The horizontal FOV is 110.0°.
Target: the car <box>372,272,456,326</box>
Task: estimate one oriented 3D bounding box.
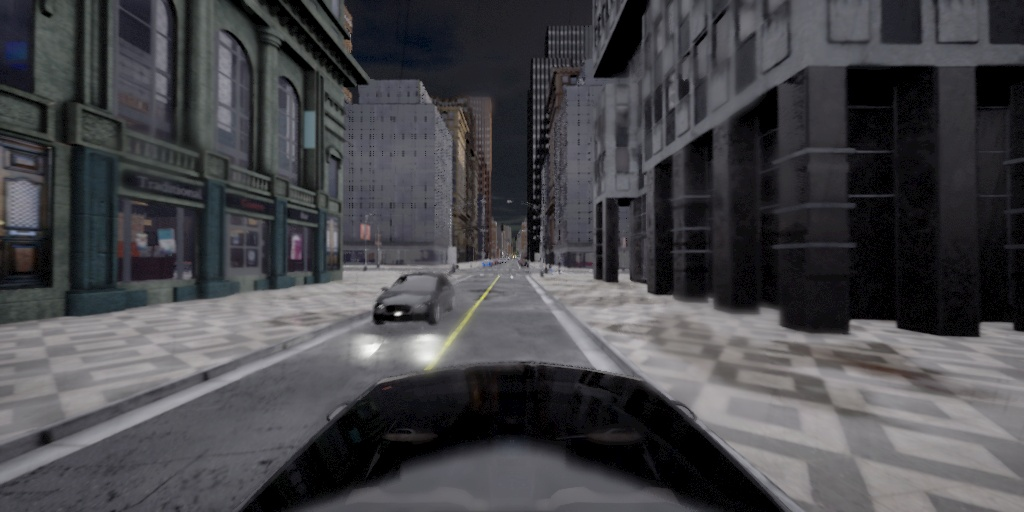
[{"bbox_3d":[-3.099,1.339,12.184,1.837,1.490,4.892,0,0,0],"label":"car"}]

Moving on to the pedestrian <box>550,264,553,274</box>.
[{"bbox_3d":[4.641,1.488,42.091,0.375,1.300,0.375,0,-1,0],"label":"pedestrian"}]

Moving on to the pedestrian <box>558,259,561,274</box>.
[{"bbox_3d":[5.641,1.239,42.693,0.375,1.860,0.375,0,-1,0],"label":"pedestrian"}]
